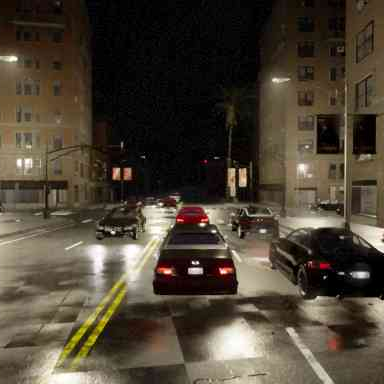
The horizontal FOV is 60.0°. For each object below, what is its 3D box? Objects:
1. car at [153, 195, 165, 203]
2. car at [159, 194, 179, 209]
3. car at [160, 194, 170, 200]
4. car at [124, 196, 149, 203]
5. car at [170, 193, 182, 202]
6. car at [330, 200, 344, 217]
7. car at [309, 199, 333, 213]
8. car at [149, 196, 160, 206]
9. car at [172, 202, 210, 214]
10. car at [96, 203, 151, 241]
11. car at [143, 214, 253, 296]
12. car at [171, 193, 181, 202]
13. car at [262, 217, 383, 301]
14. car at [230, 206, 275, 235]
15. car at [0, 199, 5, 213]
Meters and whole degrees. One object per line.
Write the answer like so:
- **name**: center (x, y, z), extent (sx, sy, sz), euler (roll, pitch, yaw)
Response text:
- **car**: center (-6.835, 1.509, 69.638), extent (2.128, 1.511, 4.902), euler (0, 0, 0)
- **car**: center (-3.192, 1.464, 45.951), extent (1.882, 1.535, 5.008), euler (0, 0, -5)
- **car**: center (-6.911, 1.359, 85.287), extent (2.033, 1.411, 5.357), euler (0, 0, 0)
- **car**: center (-6.787, 1.262, 39.884), extent (2.097, 1.767, 4.553), euler (0, 0, 0)
- **car**: center (-3.600, 1.211, 66.436), extent (2.150, 2.045, 5.566), euler (0, 0, 0)
- **car**: center (16.060, 1.762, 31.816), extent (4.313, 1.339, 1.947), euler (0, 0, 0)
- **car**: center (15.840, 1.601, 37.755), extent (4.902, 1.511, 2.128), euler (0, 1, 2)
- **car**: center (-6.856, 1.556, 54.845), extent (1.994, 1.385, 4.181), euler (0, 0, 0)
- **car**: center (0.012, 1.522, 18.351), extent (1.812, 1.442, 4.674), euler (0, 0, 0)
- **car**: center (-3.432, 1.501, 16.851), extent (1.837, 1.490, 4.892), euler (0, 0, 0)
- **car**: center (0.050, 1.546, 8.825), extent (2.033, 1.411, 5.357), euler (0, 0, 0)
- **car**: center (-3.622, 1.198, 77.268), extent (2.150, 2.045, 5.566), euler (0, 0, 0)
- **car**: center (3.269, 1.562, 8.396), extent (1.994, 1.385, 4.181), euler (0, 0, 1)
- **car**: center (3.167, 1.502, 17.309), extent (1.837, 1.490, 4.892), euler (0, 0, 0)
- **car**: center (-20.518, 1.398, 31.826), extent (4.674, 1.442, 1.812), euler (0, 1, -8)
